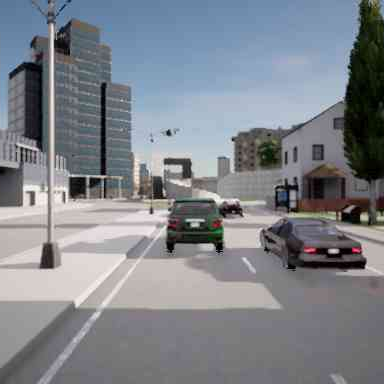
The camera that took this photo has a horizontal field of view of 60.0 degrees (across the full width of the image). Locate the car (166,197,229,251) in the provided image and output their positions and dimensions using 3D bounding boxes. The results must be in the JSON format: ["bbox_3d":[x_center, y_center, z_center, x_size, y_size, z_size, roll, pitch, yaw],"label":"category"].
[{"bbox_3d":[0.106,1.237,14.220,2.150,2.045,5.566,0,0,0],"label":"car"}]

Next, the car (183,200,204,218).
[{"bbox_3d":[0.113,1.539,31.324,1.837,1.490,4.892,0,0,0],"label":"car"}]

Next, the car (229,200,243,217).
[{"bbox_3d":[3.612,1.525,31.267,2.128,1.511,4.902,0,0,0],"label":"car"}]

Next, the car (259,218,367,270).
[{"bbox_3d":[3.606,1.559,10.973,2.033,1.411,5.357,0,0,0],"label":"car"}]
